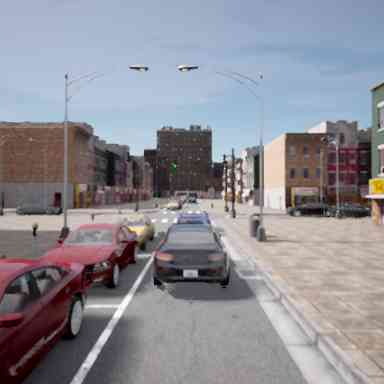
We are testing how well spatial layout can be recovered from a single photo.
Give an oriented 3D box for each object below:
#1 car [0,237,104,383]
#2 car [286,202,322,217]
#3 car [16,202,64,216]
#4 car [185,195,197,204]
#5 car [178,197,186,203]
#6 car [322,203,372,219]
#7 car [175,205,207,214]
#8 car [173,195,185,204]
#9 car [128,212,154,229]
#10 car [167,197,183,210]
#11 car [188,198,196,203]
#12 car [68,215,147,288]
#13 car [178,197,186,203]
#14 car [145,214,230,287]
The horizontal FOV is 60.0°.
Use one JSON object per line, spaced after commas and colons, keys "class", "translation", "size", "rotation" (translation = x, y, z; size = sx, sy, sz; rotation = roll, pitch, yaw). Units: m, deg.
{"class": "car", "translation": [-2.632, 1.563, 3.902], "size": [1.887, 1.381, 4.507], "rotation": [0, 0, 0]}
{"class": "car", "translation": [12.465, 1.827, 35.061], "size": [5.008, 1.535, 1.882], "rotation": [1, -1, 0]}
{"class": "car", "translation": [-14.525, 1.635, 31.985], "size": [4.181, 1.385, 1.994], "rotation": [0, -1, 0]}
{"class": "car", "translation": [0.029, 1.855, 77.377], "size": [2.097, 1.767, 4.553], "rotation": [0, 0, 0]}
{"class": "car", "translation": [-2.603, 2.104, 84.954], "size": [1.887, 1.381, 4.507], "rotation": [0, 0, 0]}
{"class": "car", "translation": [15.640, 1.867, 32.198], "size": [4.892, 1.490, 1.837], "rotation": [1, -1, 0]}
{"class": "car", "translation": [0.116, 1.707, 20.528], "size": [1.895, 1.301, 4.718], "rotation": [0, 0, 1]}
{"class": "car", "translation": [-2.614, 1.625, 52.291], "size": [2.192, 1.841, 5.009], "rotation": [0, 0, 0]}
{"class": "car", "translation": [-2.628, 1.599, 14.720], "size": [1.752, 1.417, 4.829], "rotation": [0, 0, 0]}
{"class": "car", "translation": [-2.617, 1.796, 46.677], "size": [1.752, 1.417, 4.829], "rotation": [0, 0, 0]}
{"class": "car", "translation": [0.033, 2.175, 87.556], "size": [1.895, 1.301, 4.718], "rotation": [0, 0, 0]}
{"class": "car", "translation": [-2.630, 1.590, 9.396], "size": [1.887, 1.381, 4.507], "rotation": [0, 0, 0]}
{"class": "car", "translation": [-2.600, 2.042, 90.399], "size": [1.967, 1.590, 4.097], "rotation": [0, 0, 0]}
{"class": "car", "translation": [-0.013, 1.571, 9.352], "size": [1.812, 1.442, 4.674], "rotation": [0, 0, 0]}
